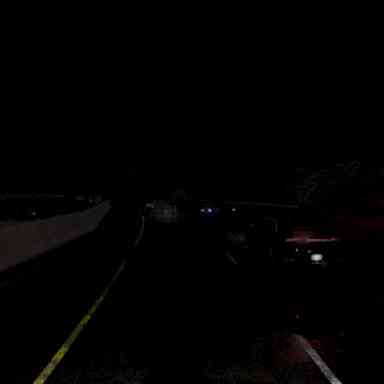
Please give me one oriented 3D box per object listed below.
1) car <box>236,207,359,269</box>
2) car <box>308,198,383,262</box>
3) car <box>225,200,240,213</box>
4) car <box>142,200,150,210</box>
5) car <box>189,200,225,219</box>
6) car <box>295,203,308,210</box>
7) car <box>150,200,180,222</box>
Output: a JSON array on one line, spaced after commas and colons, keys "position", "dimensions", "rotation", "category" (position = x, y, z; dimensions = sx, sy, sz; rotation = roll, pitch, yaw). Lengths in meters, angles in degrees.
[{"position": [3.113, 1.489, 11.115], "dimensions": [2.128, 1.511, 4.902], "rotation": [0, 0, -4], "category": "car"}, {"position": [6.567, 1.214, 12.207], "dimensions": [2.150, 2.045, 5.566], "rotation": [0, 0, -4], "category": "car"}, {"position": [3.617, 1.529, 34.709], "dimensions": [1.812, 1.442, 4.674], "rotation": [0, 0, -11], "category": "car"}, {"position": [-5.244, 1.620, 42.626], "dimensions": [1.895, 1.301, 4.718], "rotation": [0, 0, -14], "category": "car"}, {"position": [1.021, 1.553, 29.586], "dimensions": [2.033, 1.411, 5.357], "rotation": [0, 0, -10], "category": "car"}, {"position": [8.836, 1.497, 24.287], "dimensions": [1.837, 1.490, 4.892], "rotation": [0, 0, -7], "category": "car"}, {"position": [-2.147, 1.574, 26.933], "dimensions": [1.994, 1.385, 4.181], "rotation": [0, 0, -9], "category": "car"}]
